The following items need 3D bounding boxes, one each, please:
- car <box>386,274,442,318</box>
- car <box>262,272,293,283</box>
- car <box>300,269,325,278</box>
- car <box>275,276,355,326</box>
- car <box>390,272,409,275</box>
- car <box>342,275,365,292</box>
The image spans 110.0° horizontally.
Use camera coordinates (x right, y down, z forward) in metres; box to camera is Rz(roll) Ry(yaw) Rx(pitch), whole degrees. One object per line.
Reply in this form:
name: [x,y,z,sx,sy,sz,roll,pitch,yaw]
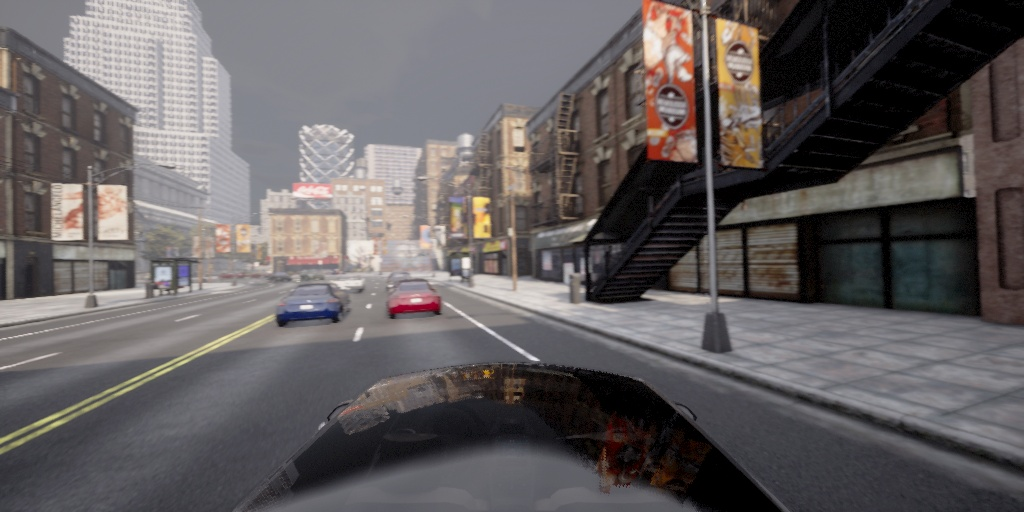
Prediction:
car: [-4.106,1.615,14.833,1.994,1.385,4.181,-1,-1,-19]
car: [-30.870,2.832,47.582,5.357,1.411,2.033,-2,-1,42]
car: [-27.101,2.540,48.609,2.097,1.767,4.553,-1,-1,-44]
car: [-7.421,1.697,13.715,1.994,1.385,4.181,-1,-1,-19]
car: [-8.379,1.888,26.809,2.033,1.411,5.357,-1,-1,-19]
car: [-12.172,2.056,27.080,1.895,1.301,4.718,-1,-1,-19]
